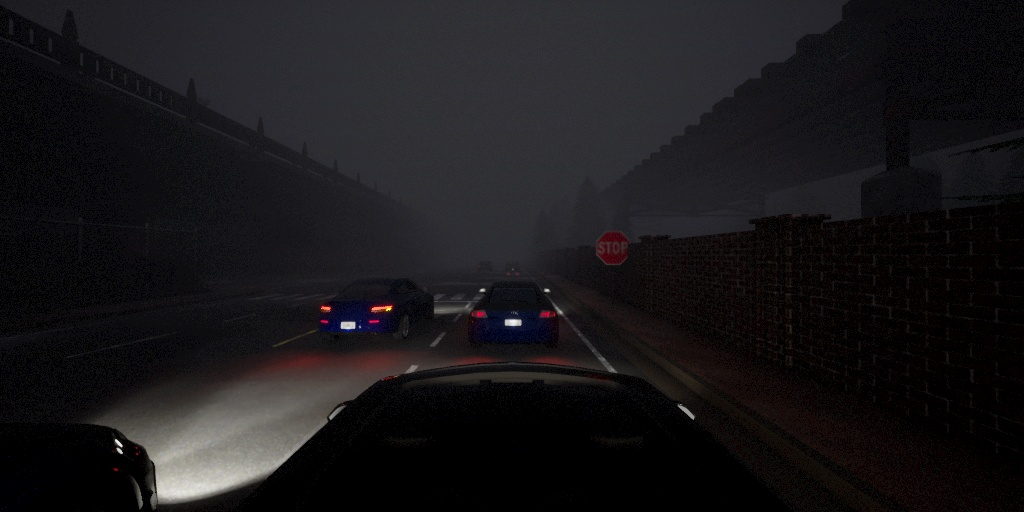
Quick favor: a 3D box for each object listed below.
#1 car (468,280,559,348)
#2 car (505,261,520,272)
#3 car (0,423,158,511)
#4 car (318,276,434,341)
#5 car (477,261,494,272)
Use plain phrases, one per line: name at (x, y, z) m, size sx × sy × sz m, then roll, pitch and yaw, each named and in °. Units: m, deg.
car at (0.066, 1.314, 9.238) m, size 1.994 × 1.385 × 4.181 m, roll 0°, pitch 0°, yaw 1°
car at (0.082, 1.351, 46.056) m, size 1.895 × 1.301 × 4.718 m, roll 0°, pitch 0°, yaw -1°
car at (-3.398, 1.314, 0.663) m, size 1.994 × 1.385 × 4.181 m, roll 0°, pitch 0°, yaw 0°
car at (-3.416, 1.276, 9.759) m, size 1.812 × 1.442 × 4.674 m, roll 0°, pitch 0°, yaw 0°
car at (-3.413, 1.297, 45.889) m, size 2.033 × 1.411 × 5.357 m, roll 0°, pitch 0°, yaw -1°
